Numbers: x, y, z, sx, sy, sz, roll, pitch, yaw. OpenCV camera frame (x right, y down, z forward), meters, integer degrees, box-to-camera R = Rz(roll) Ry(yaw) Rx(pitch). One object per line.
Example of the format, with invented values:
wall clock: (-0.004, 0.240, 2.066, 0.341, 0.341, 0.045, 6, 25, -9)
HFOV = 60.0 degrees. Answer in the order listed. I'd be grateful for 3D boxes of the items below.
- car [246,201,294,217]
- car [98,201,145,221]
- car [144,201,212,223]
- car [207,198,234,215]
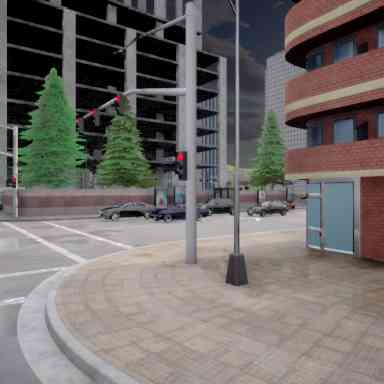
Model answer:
car: (7.364, 1.581, 32.248, 4.674, 1.442, 1.812, 0, 0, -35)
car: (-5.283, 1.547, 27.608, 4.902, 1.511, 2.128, 0, 0, -35)
car: (-1.021, 1.656, 26.332, 4.718, 1.301, 1.895, 0, 0, -35)
car: (2.207, 1.407, 32.896, 4.553, 1.767, 2.097, 0, 0, -35)
